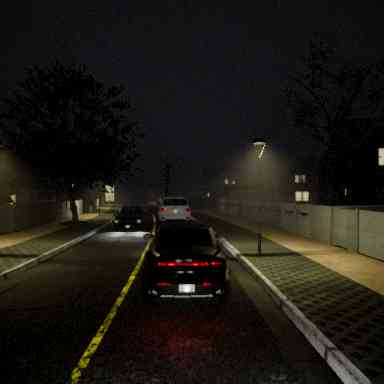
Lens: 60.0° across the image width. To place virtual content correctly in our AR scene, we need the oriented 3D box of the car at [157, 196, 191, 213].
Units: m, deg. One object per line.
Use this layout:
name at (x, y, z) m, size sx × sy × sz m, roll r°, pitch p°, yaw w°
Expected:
car at (-1.312, 1.335, 24.240) m, size 2.150 × 2.045 × 5.566 m, roll 0°, pitch -1°, yaw -5°

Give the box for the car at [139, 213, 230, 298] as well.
car at (-0.192, 1.520, 8.536) m, size 1.837 × 1.490 × 4.892 m, roll 0°, pitch 0°, yaw -2°

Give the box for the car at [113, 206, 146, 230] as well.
car at (-4.005, 1.643, 22.031) m, size 2.033 × 1.411 × 5.357 m, roll 0°, pitch 0°, yaw -6°
